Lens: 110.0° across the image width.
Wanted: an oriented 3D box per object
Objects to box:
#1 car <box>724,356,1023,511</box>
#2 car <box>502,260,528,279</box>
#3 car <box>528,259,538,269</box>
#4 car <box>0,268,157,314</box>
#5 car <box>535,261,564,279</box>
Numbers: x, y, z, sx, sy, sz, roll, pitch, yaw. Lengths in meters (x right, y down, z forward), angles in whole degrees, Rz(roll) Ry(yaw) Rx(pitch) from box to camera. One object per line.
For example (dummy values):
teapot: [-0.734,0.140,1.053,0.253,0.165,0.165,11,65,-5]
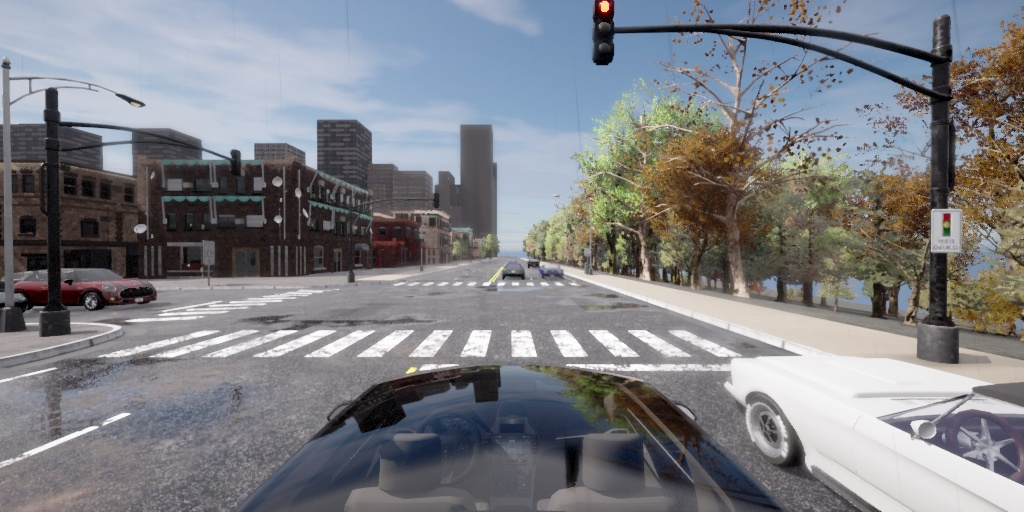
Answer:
car: [3.350,1.351,1.940,1.895,1.301,4.718,0,0,0]
car: [0.135,1.304,32.777,1.994,1.385,4.181,0,0,0]
car: [3.413,1.206,57.872,1.882,1.535,5.008,0,0,0]
car: [-18.016,1.302,15.233,4.553,1.767,2.097,-1,1,2]
car: [3.383,1.341,31.888,1.895,1.301,4.718,0,0,0]
